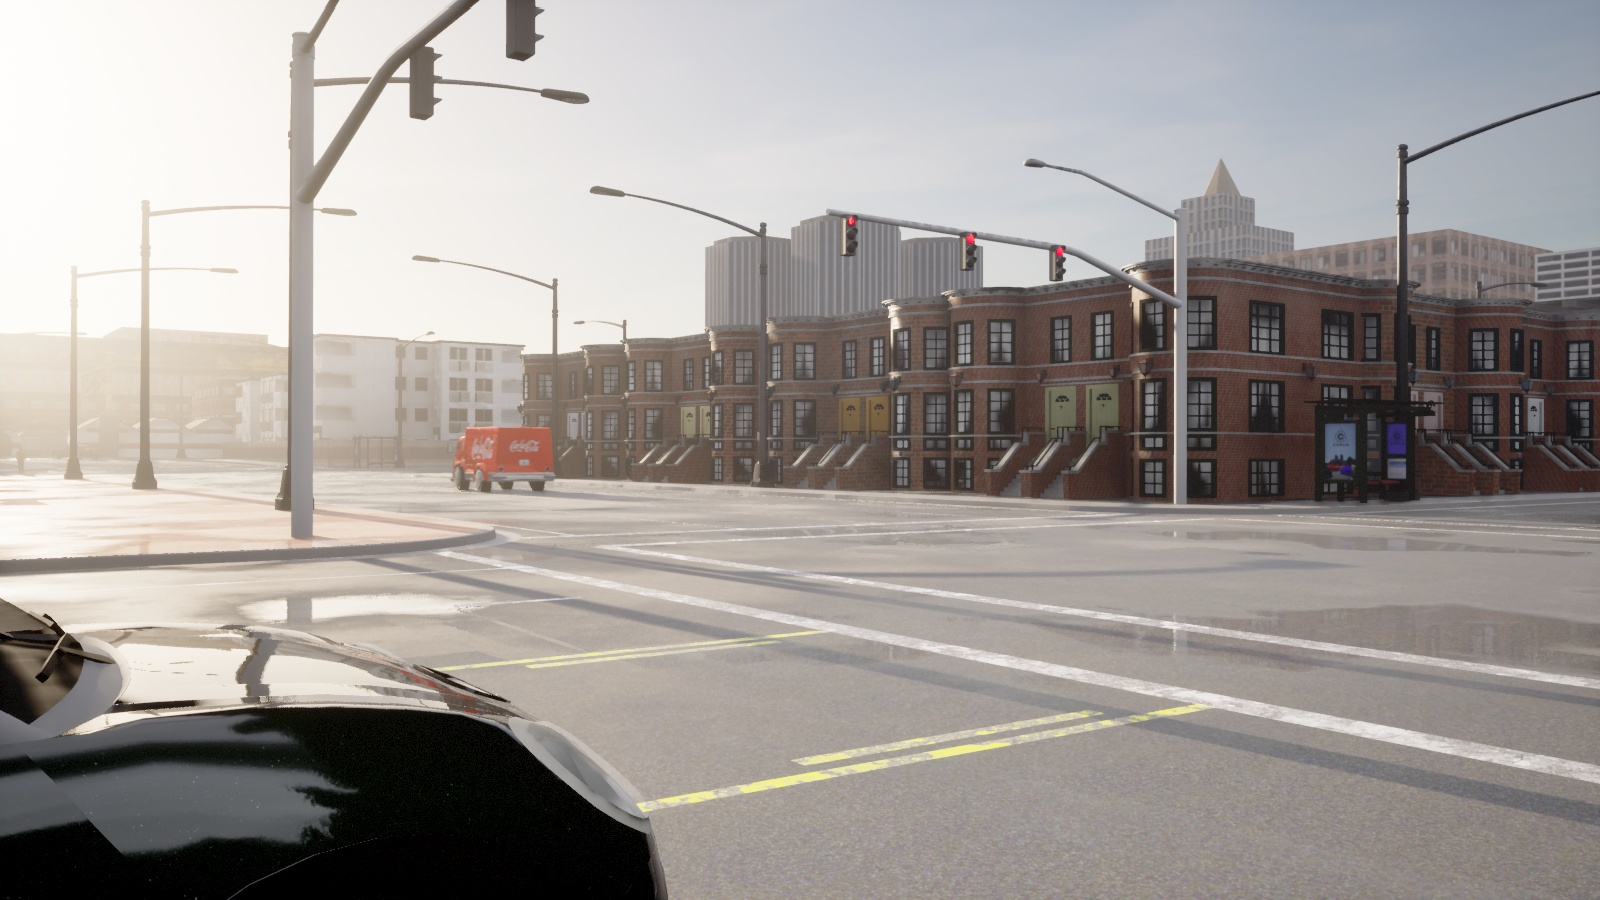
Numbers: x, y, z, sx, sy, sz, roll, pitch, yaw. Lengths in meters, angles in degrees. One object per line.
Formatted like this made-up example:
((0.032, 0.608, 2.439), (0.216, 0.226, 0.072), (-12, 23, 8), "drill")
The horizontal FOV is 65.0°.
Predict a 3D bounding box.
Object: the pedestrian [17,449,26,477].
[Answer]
((-51.652, 0.843, 83.313), (0.431, 1.840, 0.709), (0, 0, -40), "pedestrian")

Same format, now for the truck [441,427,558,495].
((-11.638, 0.401, 48.410), (2.627, 2.467, 5.204), (0, 0, -35), "truck")

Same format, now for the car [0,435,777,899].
((-2.171, 0.720, 2.205), (3.806, 1.475, 1.970), (0, 0, -35), "car")
